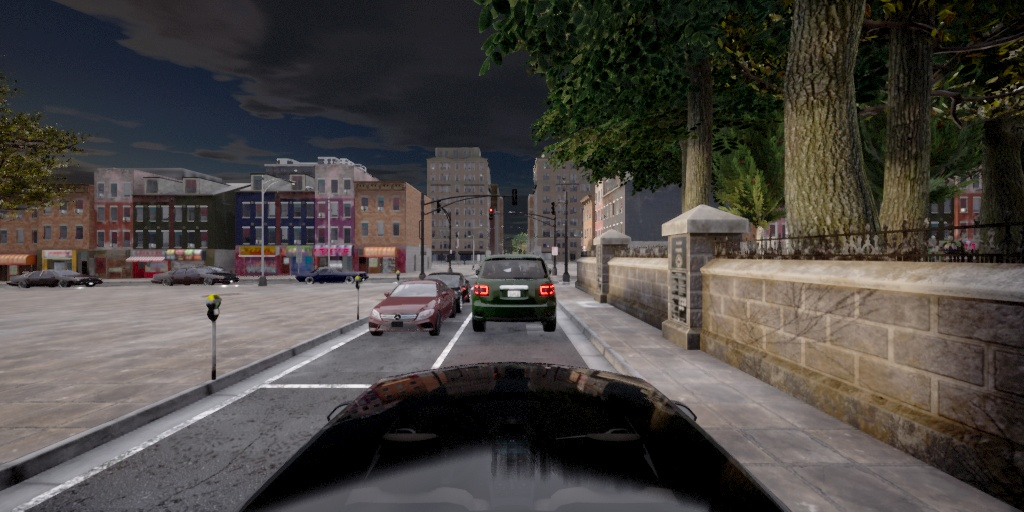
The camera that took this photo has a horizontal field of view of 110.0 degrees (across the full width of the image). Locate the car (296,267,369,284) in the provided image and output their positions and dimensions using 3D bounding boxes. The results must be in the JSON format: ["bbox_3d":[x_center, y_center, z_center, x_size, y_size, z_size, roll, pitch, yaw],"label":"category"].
[{"bbox_3d":[-13.357,1.480,26.900,4.718,1.301,1.895,-1,0,0],"label":"car"}]

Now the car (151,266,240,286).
[{"bbox_3d":[-23.690,1.556,26.867,5.357,1.411,2.033,-1,0,0],"label":"car"}]

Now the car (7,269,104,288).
[{"bbox_3d":[-34.135,1.720,26.847,5.357,1.411,2.033,-1,0,1],"label":"car"}]

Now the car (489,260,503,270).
[{"bbox_3d":[-2.290,1.342,53.286,1.895,1.301,4.718,0,0,0],"label":"car"}]

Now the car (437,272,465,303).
[{"bbox_3d":[-2.637,1.316,13.999,1.948,1.339,4.313,0,0,0],"label":"car"}]

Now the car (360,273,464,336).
[{"bbox_3d":[-2.637,1.332,10.336,1.802,1.307,4.207,0,0,0],"label":"car"}]

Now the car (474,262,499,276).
[{"bbox_3d":[-2.567,1.308,37.426,1.994,1.385,4.181,0,0,5],"label":"car"}]

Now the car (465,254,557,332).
[{"bbox_3d":[0.076,0.971,11.015,2.150,2.045,5.566,0,0,1],"label":"car"}]
